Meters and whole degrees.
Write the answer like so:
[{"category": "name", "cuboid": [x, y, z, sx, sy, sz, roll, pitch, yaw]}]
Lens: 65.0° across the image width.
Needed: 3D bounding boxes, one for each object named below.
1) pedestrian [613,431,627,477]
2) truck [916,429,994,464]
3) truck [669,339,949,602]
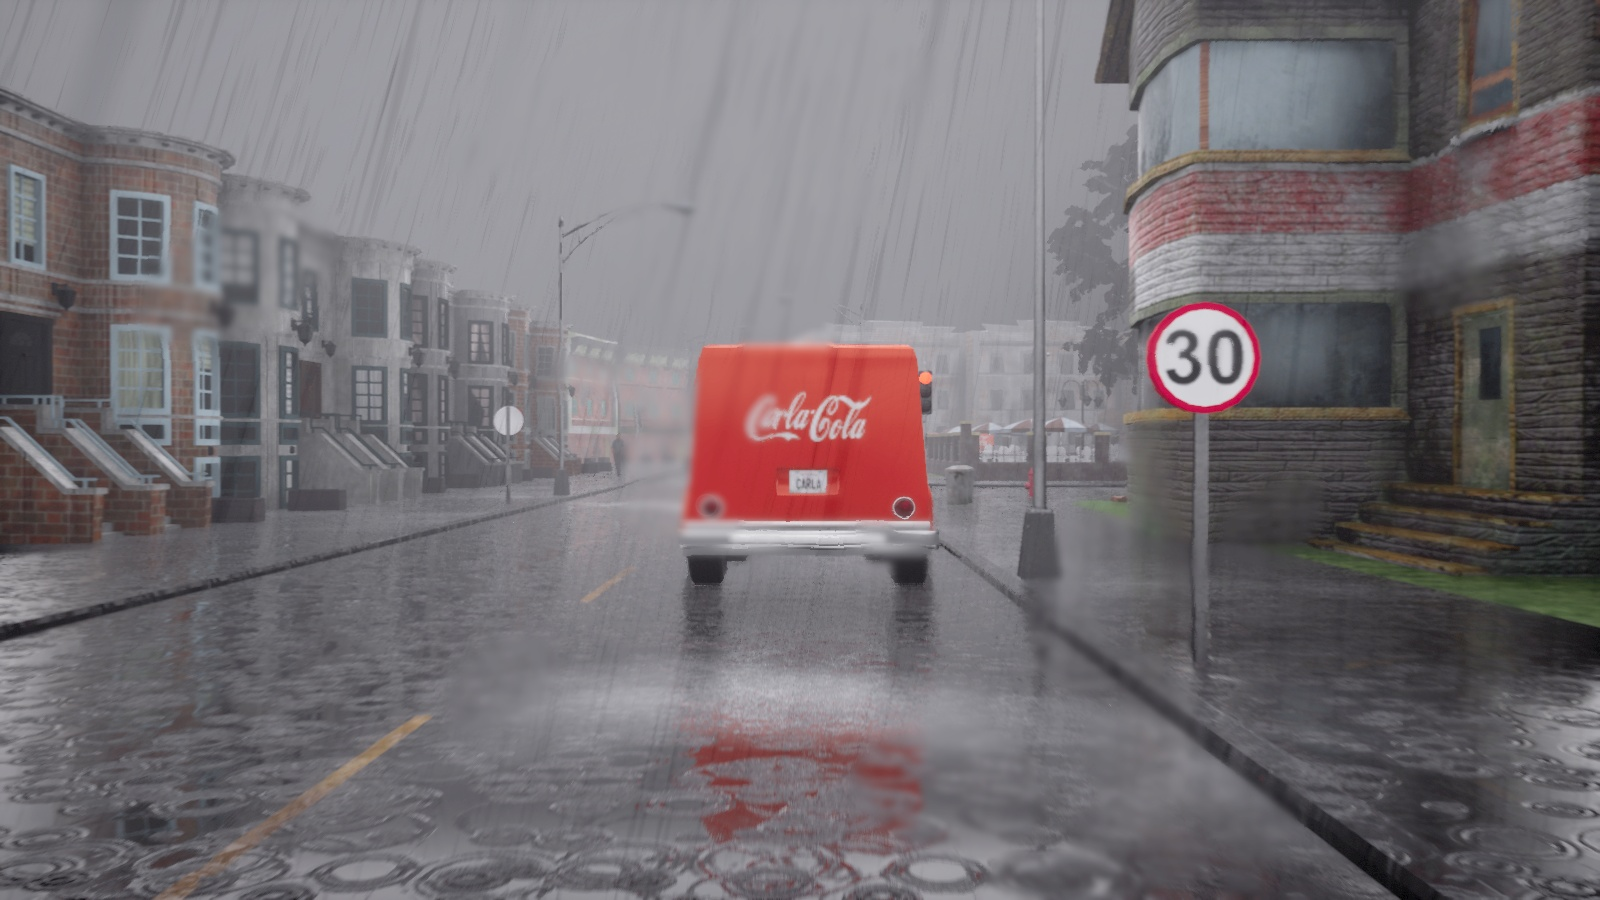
[{"category": "pedestrian", "cuboid": [-7.280, 0.163, 50.785, 0.540, 1.848, 0.694, 0, 0, -5]}, {"category": "truck", "cuboid": [10.956, -0.235, 89.233, 5.204, 2.467, 2.627, 0, 0, 0]}, {"category": "truck", "cuboid": [0.096, 0.178, 14.411, 2.627, 2.467, 5.204, 0, 0, 0]}]
